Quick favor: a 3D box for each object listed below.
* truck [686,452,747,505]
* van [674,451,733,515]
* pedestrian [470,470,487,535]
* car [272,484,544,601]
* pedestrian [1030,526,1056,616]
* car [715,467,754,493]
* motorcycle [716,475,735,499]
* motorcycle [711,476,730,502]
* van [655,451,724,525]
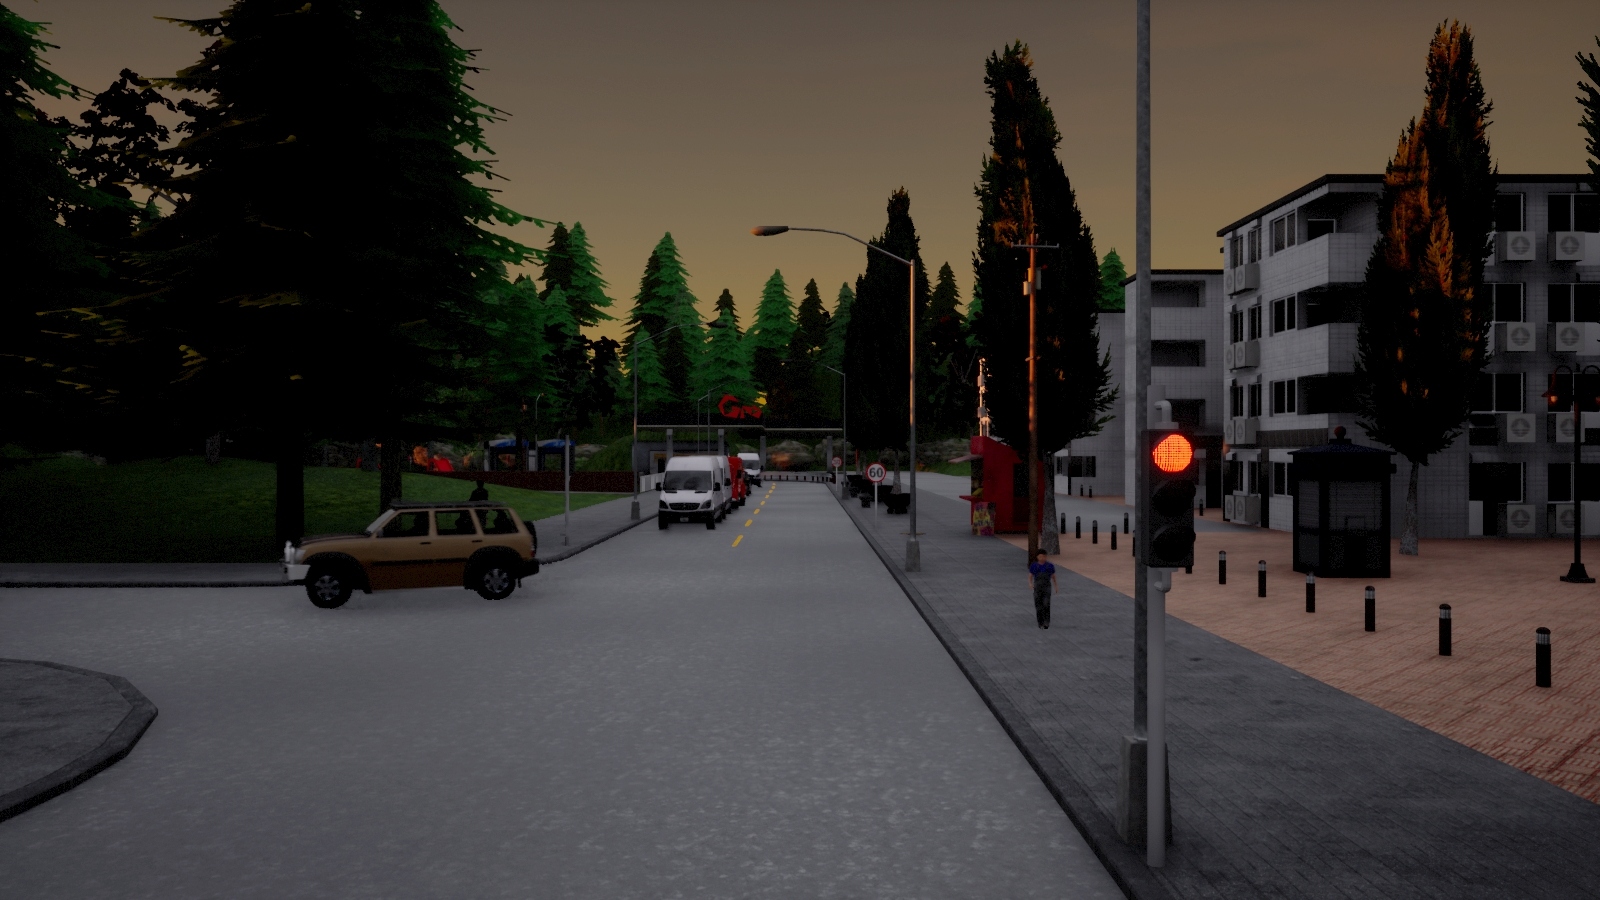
[{"bbox_3d":[-3.995,1.339,55.631,2.627,2.467,5.204,0,0,0],"label":"truck"},{"bbox_3d":[-4.007,1.306,48.327,1.988,2.561,5.915,0,0,0],"label":"van"},{"bbox_3d":[-9.294,1.520,33.055,0.375,1.860,0.375,0,0,0],"label":"pedestrian"},{"bbox_3d":[-7.317,1.639,21.385,4.605,1.855,1.932,0,0,-26],"label":"car"},{"bbox_3d":[3.641,1.801,17.108,0.375,1.300,0.375,0,0,14],"label":"pedestrian"},{"bbox_3d":[-3.975,1.816,70.543,2.128,1.511,4.902,0,0,0],"label":"car"},{"bbox_3d":[-3.988,1.975,61.268,0.867,1.251,2.209,0,0,0],"label":"motorcycle"},{"bbox_3d":[-3.975,1.953,57.177,0.856,1.236,1.805,0,0,0],"label":"motorcycle"},{"bbox_3d":[-4.013,1.307,42.390,1.988,2.561,5.915,0,0,0],"label":"van"}]
